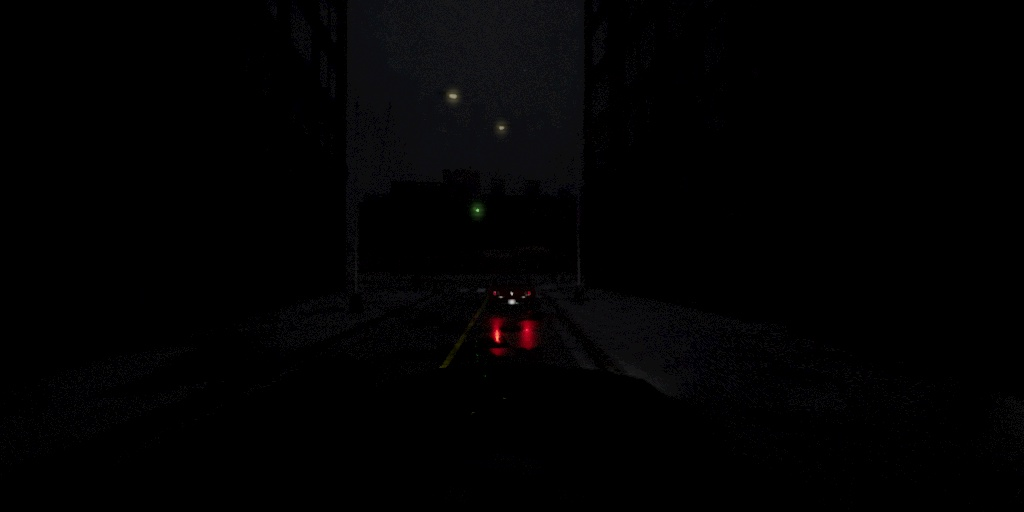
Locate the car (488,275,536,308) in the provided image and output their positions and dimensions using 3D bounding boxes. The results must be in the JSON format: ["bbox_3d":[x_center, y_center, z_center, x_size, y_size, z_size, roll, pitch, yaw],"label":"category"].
[{"bbox_3d":[0.003,1.483,15.968,1.895,1.301,4.718,0,0,0],"label":"car"}]
